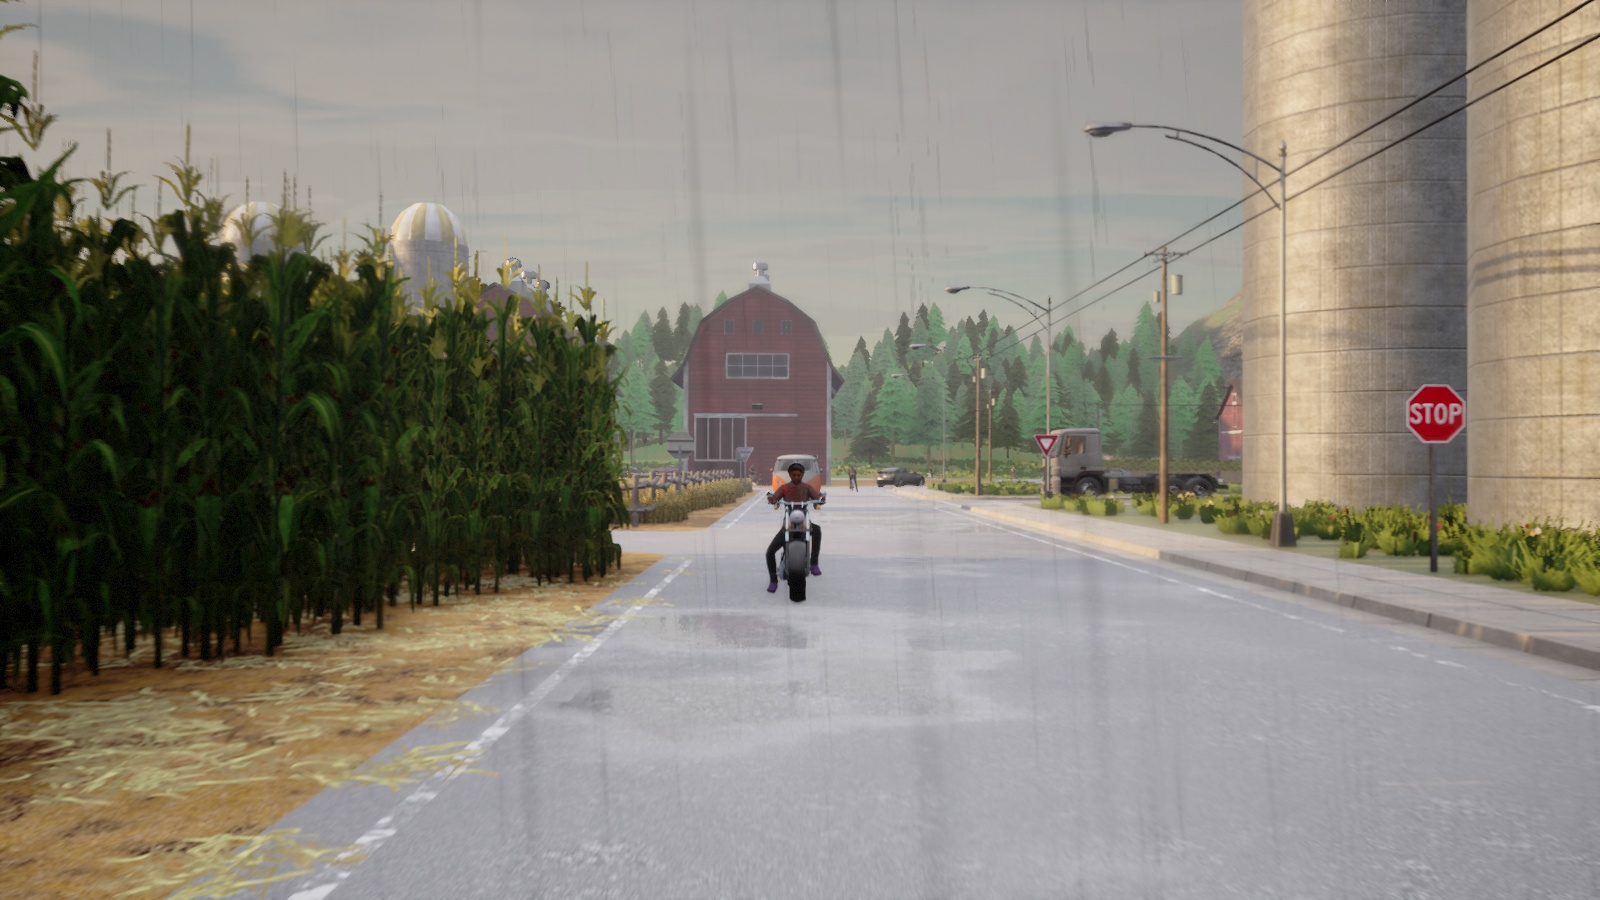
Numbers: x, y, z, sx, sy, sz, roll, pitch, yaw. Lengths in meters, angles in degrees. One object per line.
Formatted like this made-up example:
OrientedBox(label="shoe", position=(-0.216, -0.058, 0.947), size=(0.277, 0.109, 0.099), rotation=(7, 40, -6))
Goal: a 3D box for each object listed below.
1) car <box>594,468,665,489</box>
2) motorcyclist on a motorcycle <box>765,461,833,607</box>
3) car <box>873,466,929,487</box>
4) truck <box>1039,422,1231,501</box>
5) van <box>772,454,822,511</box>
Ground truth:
OrientedBox(label="car", position=(-12.164, 2.027, 89.679), size=(4.892, 1.490, 1.837), rotation=(0, -1, -3))
OrientedBox(label="motorcyclist on a motorcycle", position=(-0.035, 0.965, 15.408), size=(0.766, 1.649, 2.350), rotation=(0, -1, -1))
OrientedBox(label="car", position=(7.439, 1.913, 91.981), size=(2.007, 1.525, 4.514), rotation=(-1, -1, 36))
OrientedBox(label="truck", position=(15.152, 0.545, 57.245), size=(7.936, 3.462, 2.891), rotation=(0, -1, -1))
OrientedBox(label="van", position=(-0.115, 1.175, 46.325), size=(1.775, 1.987, 4.442), rotation=(0, -1, 0))
